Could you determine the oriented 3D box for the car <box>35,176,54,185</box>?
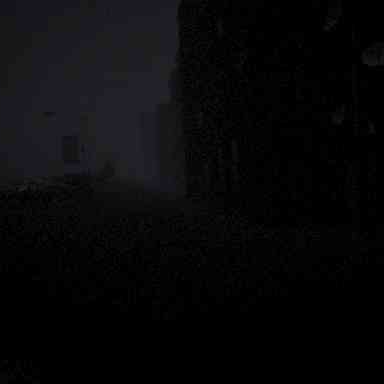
[{"bbox_3d":[-26.362,-2.054,59.521,1.895,1.301,4.718,-3,5,-9],"label":"car"}]

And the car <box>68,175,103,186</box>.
[{"bbox_3d":[-16.934,-1.916,53.006,4.892,1.521,2.231,-4,5,-29],"label":"car"}]

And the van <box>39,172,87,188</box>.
[{"bbox_3d":[-13.856,-0.721,35.075,4.442,1.987,1.878,-4,5,-29],"label":"van"}]

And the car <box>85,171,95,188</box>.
[{"bbox_3d":[-14.474,-0.976,37.990,5.566,2.045,2.435,-4,6,-29],"label":"car"}]

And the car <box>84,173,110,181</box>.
[{"bbox_3d":[-19.385,-3.079,68.012,4.792,1.488,2.163,-4,5,-29],"label":"car"}]

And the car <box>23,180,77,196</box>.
[{"bbox_3d":[-12.957,0.027,29.046,4.674,1.452,2.002,-4,6,-29],"label":"car"}]

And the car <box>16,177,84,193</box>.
[{"bbox_3d":[-13.617,-0.244,31.947,5.366,1.575,1.946,-4,6,-29],"label":"car"}]

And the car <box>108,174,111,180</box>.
[{"bbox_3d":[-18.753,-2.883,65.087,5.366,1.575,1.946,-4,5,-29],"label":"car"}]

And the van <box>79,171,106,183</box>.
[{"bbox_3d":[-18.521,-2.849,61.916,4.442,1.987,1.878,-4,6,-29],"label":"van"}]

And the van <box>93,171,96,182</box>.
[{"bbox_3d":[-15.544,-1.421,43.942,4.442,1.987,1.878,-4,6,-29],"label":"van"}]

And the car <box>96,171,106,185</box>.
[{"bbox_3d":[-16.415,-1.931,50.009,5.566,2.045,2.435,-4,5,-29],"label":"car"}]

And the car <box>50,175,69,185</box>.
[{"bbox_3d":[-22.621,-2.096,57.154,1.882,1.535,5.008,-3,5,-9],"label":"car"}]

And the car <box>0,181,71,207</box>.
[{"bbox_3d":[-12.473,0.226,26.049,4.892,1.521,2.231,-4,5,-29],"label":"car"}]
